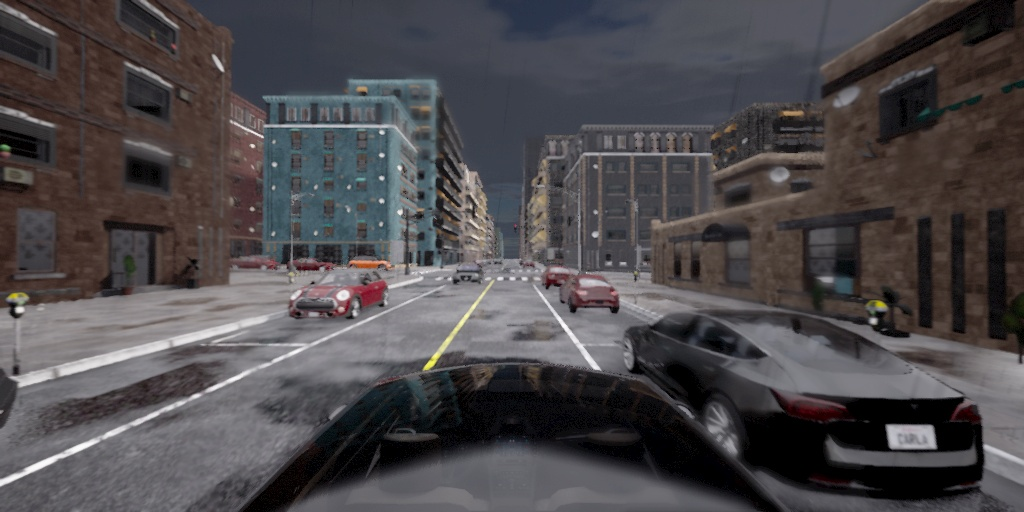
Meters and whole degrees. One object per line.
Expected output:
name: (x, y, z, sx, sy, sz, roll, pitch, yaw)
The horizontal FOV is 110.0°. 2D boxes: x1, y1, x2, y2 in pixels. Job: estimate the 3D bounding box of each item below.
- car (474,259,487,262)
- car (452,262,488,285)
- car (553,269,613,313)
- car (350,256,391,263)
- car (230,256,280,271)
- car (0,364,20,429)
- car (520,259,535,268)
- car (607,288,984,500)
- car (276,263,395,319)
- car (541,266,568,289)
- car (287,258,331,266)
car: (-5.806, 1.303, 61.309, 1.888, 1.381, 4.507, 0, 0, 0)
car: (-3.048, 1.313, 25.844, 1.994, 1.385, 4.181, 0, 0, 1)
car: (2.816, 1.330, 13.619, 1.802, 1.307, 4.207, 0, 0, 0)
car: (-15.106, 0.795, 38.749, 4.553, 1.767, 2.097, 1, 0, -1)
car: (-25.706, 0.805, 35.949, 4.507, 1.381, 1.888, 0, 0, -1)
car: (-5.813, 1.301, 1.696, 2.007, 1.370, 4.403, 0, 0, 0)
car: (2.777, 1.197, 60.091, 1.967, 1.591, 4.097, 0, 0, 0)
car: (2.819, 1.315, 4.617, 1.948, 1.339, 4.313, 0, 0, 0)
car: (-5.824, 1.188, 12.514, 1.967, 1.591, 4.097, 0, 0, 0)
car: (2.811, 1.293, 22.620, 1.888, 1.381, 4.507, 0, 0, 0)
car: (-20.025, 0.911, 35.927, 4.507, 1.381, 1.888, 0, 0, -1)
